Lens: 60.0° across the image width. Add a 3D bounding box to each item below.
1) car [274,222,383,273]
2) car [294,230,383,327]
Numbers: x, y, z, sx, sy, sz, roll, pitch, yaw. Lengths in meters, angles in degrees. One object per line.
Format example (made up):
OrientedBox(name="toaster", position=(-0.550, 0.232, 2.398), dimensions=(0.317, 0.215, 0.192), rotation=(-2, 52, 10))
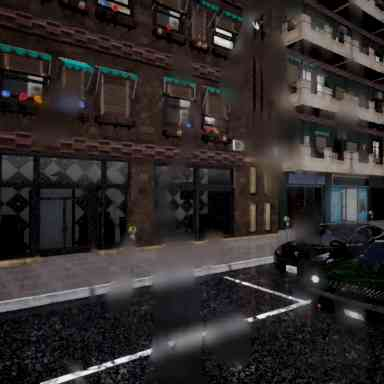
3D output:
OrientedBox(name="car", position=(4.270, 1.566, 9.622), dimensions=(4.313, 1.339, 1.947), rotation=(0, 0, -36))
OrientedBox(name="car", position=(4.310, 1.601, 6.467), dimensions=(4.718, 1.301, 1.895), rotation=(0, 0, -36))
